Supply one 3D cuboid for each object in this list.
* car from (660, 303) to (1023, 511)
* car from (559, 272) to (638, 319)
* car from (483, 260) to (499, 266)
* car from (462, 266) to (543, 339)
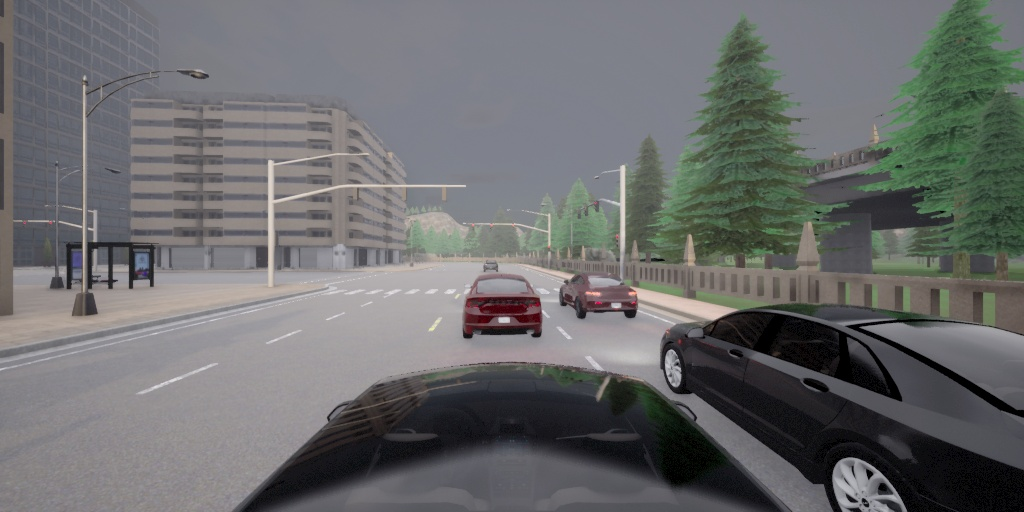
[{"bbox_3d":[3.257,1.255,3.775,1.837,1.490,4.892,0,0,0],"label":"car"},{"bbox_3d":[2.922,1.276,12.765,1.812,1.442,4.674,0,0,-3],"label":"car"},{"bbox_3d":[-2.706,1.242,45.827,2.128,1.511,4.902,0,0,-4],"label":"car"},{"bbox_3d":[-0.341,1.228,10.190,1.882,1.535,5.008,0,0,-4],"label":"car"}]
